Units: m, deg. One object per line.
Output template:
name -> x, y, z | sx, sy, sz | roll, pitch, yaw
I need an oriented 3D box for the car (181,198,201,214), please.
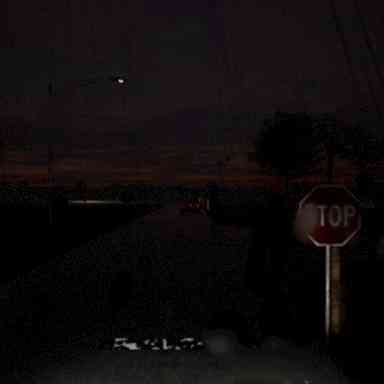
car -> -0.115, 1.481, 37.703 | 2.097, 1.767, 4.553 | 0, 0, 1

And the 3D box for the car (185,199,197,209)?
car -> -0.191, 1.773, 52.206 | 1.812, 1.442, 4.674 | 0, 0, 0

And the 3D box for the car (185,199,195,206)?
car -> -0.324, 1.994, 66.452 | 1.895, 1.301, 4.718 | 0, -1, 0
